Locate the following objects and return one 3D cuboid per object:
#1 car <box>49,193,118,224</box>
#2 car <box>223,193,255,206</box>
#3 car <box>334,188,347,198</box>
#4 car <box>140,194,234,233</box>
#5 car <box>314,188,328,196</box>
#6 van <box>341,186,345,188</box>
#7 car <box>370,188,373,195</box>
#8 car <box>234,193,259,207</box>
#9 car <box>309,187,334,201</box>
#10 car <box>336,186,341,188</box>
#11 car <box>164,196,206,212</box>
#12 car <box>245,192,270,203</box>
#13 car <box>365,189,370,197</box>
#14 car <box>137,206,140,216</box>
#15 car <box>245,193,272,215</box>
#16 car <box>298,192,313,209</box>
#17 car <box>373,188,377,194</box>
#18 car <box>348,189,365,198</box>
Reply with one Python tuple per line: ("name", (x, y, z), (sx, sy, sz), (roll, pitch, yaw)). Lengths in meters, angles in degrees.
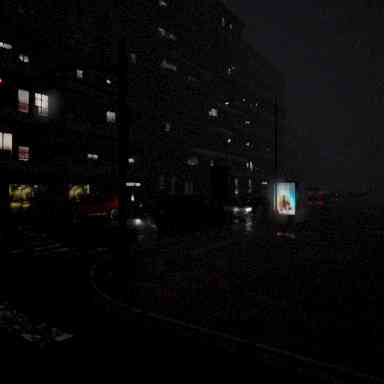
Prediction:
("car", (-6.955, 1.009, 22.444), (2.192, 1.841, 5.009), (1, 2, 35))
("car", (5.789, 0.828, 40.607), (2.008, 1.369, 4.403), (2, 2, 35))
("car", (25.090, 0.405, 58.053), (1.895, 1.301, 4.718), (0, 1, 35))
("car", (-0.062, 1.025, 17.680), (2.192, 1.841, 5.009), (1, 2, 35))
("car", (28.094, -0.025, 72.377), (1.967, 1.590, 4.097), (2, 2, 35))
("van", (37.654, -0.447, 85.992), (1.690, 1.788, 3.998), (2, 2, 35))
("car", (34.995, 0.095, 67.627), (1.887, 1.381, 4.507), (1, 2, 35))
("car", (6.449, 0.857, 37.037), (1.812, 1.442, 4.674), (0, 1, 35))
("car", (18.906, 0.232, 49.245), (2.150, 2.045, 5.566), (0, 1, 35))
("car", (34.467, -0.240, 81.456), (1.967, 1.590, 4.097), (2, 2, 35))
("car", (-0.584, 1.069, 31.529), (1.802, 1.307, 4.206), (2, 2, 35))
("car", (8.974, 0.754, 45.146), (1.802, 1.307, 4.206), (2, 2, 35))
("car", (31.809, 0.097, 63.084), (1.967, 1.590, 4.097), (1, 2, 35))
("car", (-1.991, 0.958, 25.039), (2.097, 1.767, 4.553), (0, 1, 35))
("car", (6.311, 1.069, 26.766), (1.947, 1.339, 4.313), (1, 2, 35))
("car", (9.498, 0.964, 31.307), (1.947, 1.339, 4.313), (1, 2, 35))
("car", (38.183, -0.012, 72.167), (1.887, 1.381, 4.507), (1, 2, 35))
("car", (28.621, 0.308, 58.547), (1.887, 1.381, 4.507), (1, 2, 35))
